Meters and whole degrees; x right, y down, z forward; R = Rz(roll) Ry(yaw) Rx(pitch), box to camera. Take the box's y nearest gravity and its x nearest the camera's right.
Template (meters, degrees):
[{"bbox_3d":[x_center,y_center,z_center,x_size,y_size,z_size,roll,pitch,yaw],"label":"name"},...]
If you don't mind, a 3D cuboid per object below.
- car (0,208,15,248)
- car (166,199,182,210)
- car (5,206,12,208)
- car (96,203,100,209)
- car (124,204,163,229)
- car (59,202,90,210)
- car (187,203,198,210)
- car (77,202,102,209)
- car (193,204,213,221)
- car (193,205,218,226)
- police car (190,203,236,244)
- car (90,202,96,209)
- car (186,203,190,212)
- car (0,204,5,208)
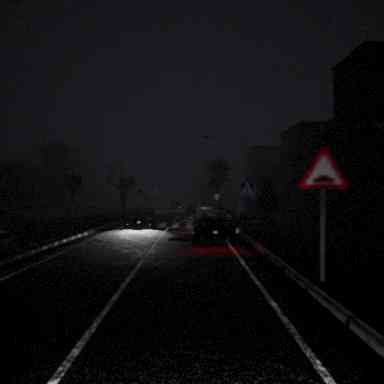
[{"bbox_3d":[-9.375,1.491,11.999,5.366,1.575,1.946,0,0,0],"label":"car"},{"bbox_3d":[-3.156,2.420,63.416,2.150,2.045,5.566,0,-1,1],"label":"car"},{"bbox_3d":[-21.968,1.839,36.546,4.553,1.767,2.185,0,-1,0],"label":"car"},{"bbox_3d":[-21.830,2.748,67.418,5.008,1.535,2.097,0,-1,0],"label":"car"},{"bbox_3d":[-3.339,1.743,22.842,1.994,1.385,4.181,0,-1,0],"label":"car"},{"bbox_3d":[-21.846,2.622,60.870,4.674,1.452,2.002,0,-1,0],"label":"car"},{"bbox_3d":[0.127,2.840,67.013,2.033,1.411,5.357,0,-1,0],"label":"car"},{"bbox_3d":[-21.811,2.868,70.565,4.674,1.452,2.002,0,-1,0],"label":"car"},{"bbox_3d":[1.002,1.937,32.279,1.812,1.442,4.674,0,-1,0],"label":"car"},{"bbox_3d":[0.989,1.785,26.275,1.812,1.442,4.674,0,-1,0],"label":"car"},{"bbox_3d":[0.975,1.492,16.375,1.930,1.638,5.238,0,-1,0],"label":"police car"},{"bbox_3d":[-21.831,2.666,64.146,4.892,1.521,2.231,0,-1,0],"label":"car"},{"bbox_3d":[0.083,2.475,52.016,1.994,1.385,4.181,0,-1,0],"label":"car"},{"bbox_3d":[-21.907,1.926,33.373,4.674,1.452,2.002,0,-1,0],"label":"car"}]
